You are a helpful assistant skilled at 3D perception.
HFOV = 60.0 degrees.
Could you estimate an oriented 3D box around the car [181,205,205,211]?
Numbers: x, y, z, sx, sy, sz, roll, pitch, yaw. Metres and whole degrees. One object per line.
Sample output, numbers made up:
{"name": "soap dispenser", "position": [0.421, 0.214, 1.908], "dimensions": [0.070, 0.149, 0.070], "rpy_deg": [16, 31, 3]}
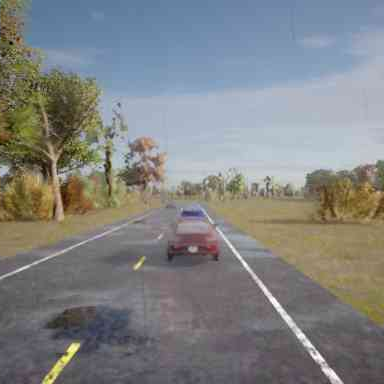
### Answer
{"name": "car", "position": [0.058, 1.831, 28.486], "dimensions": [1.882, 1.535, 5.008], "rpy_deg": [0, 0, 0]}

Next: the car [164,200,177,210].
{"name": "car", "position": [-3.552, 2.194, 56.658], "dimensions": [1.837, 1.490, 4.892], "rpy_deg": [0, -1, 0]}

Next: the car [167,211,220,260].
{"name": "car", "position": [0.053, 1.688, 12.983], "dimensions": [1.812, 1.442, 4.674], "rpy_deg": [0, 0, 0]}
